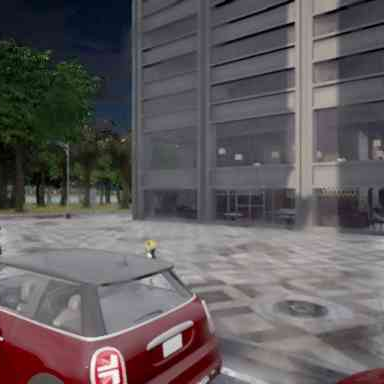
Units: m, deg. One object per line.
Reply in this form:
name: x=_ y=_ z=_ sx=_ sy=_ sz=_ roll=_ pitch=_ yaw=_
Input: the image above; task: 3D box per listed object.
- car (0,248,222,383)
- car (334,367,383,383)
car: x=-1.759 y=1.448 z=4.212 sx=4.097 sy=1.590 sz=1.967 roll=0 pitch=0 yaw=35
car: x=2.671 y=1.541 z=1.059 sx=4.507 sy=1.381 sz=1.887 roll=0 pitch=0 yaw=35
